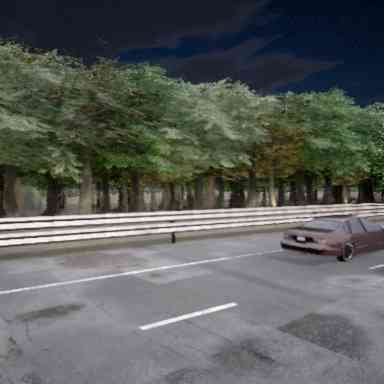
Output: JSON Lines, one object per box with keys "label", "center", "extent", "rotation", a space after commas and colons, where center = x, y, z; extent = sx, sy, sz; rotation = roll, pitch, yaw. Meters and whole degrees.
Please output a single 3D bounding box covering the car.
{"label": "car", "center": [5.529, 1.528, 12.000], "extent": [5.357, 1.411, 2.033], "rotation": [0, 0, -35]}
